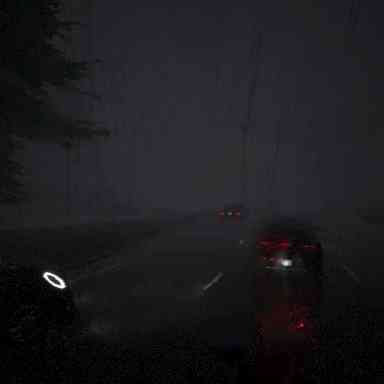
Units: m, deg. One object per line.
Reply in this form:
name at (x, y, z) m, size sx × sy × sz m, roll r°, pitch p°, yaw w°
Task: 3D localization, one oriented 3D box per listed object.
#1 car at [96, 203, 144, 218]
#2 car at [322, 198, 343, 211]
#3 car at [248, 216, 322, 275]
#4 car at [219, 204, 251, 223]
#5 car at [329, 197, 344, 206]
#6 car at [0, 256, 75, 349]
car at (-7.538, 1.909, 35.363) m, size 2.033 × 1.411 × 5.357 m, roll -1°, pitch 0°, yaw 38°
car at (17.118, 1.505, 40.868) m, size 1.837 × 1.490 × 4.892 m, roll -1°, pitch 0°, yaw 26°
car at (3.030, 1.533, 10.684) m, size 1.837 × 1.490 × 4.892 m, roll 0°, pitch 0°, yaw 16°
car at (3.590, 1.675, 27.102) m, size 2.033 × 1.411 × 5.357 m, roll -1°, pitch 0°, yaw 18°
car at (23.568, 1.585, 54.112) m, size 1.895 × 1.301 × 4.718 m, roll -1°, pitch 0°, yaw 26°
car at (-4.222, 1.459, 5.037) m, size 4.553 × 1.767 × 2.097 m, roll -1°, pitch -1°, yaw -32°
